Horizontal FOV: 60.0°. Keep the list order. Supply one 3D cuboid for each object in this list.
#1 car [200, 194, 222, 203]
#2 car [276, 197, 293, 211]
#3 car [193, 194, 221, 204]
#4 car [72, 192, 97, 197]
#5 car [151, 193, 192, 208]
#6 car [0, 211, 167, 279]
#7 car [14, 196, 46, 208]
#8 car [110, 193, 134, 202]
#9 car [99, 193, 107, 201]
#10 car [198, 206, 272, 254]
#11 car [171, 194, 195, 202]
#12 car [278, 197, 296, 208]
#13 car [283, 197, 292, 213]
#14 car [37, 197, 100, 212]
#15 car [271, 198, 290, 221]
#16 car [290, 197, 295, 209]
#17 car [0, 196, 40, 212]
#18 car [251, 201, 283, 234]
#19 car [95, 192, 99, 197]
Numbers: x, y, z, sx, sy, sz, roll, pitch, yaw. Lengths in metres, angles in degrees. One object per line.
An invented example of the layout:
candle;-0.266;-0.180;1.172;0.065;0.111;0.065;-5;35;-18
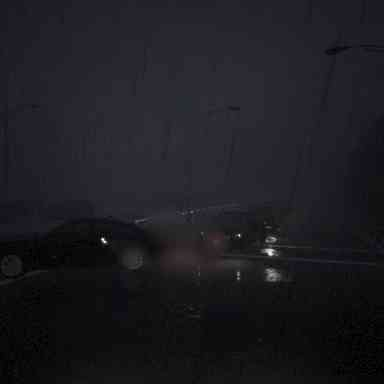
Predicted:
car;3.556;1.203;62.923;3.806;1.475;1.970;0;0;19
car;11.762;1.484;42.047;1.837;1.490;4.892;0;0;19
car;1.798;1.127;56.743;5.027;1.636;2.152;0;0;19
car;-18.333;1.250;53.743;4.514;1.523;2.007;0;0;19
car;-2.864;1.075;41.745;4.605;1.855;1.932;0;0;19
car;-3.261;1.475;9.843;5.008;1.535;1.882;0;0;-15
car;-21.589;1.274;44.296;3.633;1.501;1.845;0;0;19
car;-13.651;1.047;65.308;4.605;1.855;1.932;0;0;19
car;-20.043;1.015;70.952;3.866;1.878;1.905;0;0;19
car;1.851;1.514;13.856;1.812;1.442;4.674;0;0;25
car;-1.939;1.259;68.659;4.514;1.523;2.007;0;0;19
car;13.656;1.469;47.619;2.128;1.511;4.902;0;0;19
car;7.824;1.487;30.461;1.837;1.490;4.892;0;0;19
car;-8.974;1.356;24.194;3.633;1.501;1.845;0;0;19
car;5.934;1.475;24.902;2.128;1.511;4.902;0;0;19
car;9.877;1.545;36.495;1.994;1.385;4.181;0;0;19
car;-15.041;1.356;29.404;3.806;1.475;1.970;0;0;19
car;4.010;1.490;19.260;1.837;1.490;4.892;0;0;19
car;-21.692;1.299;68.001;3.806;1.475;1.970;0;0;19
